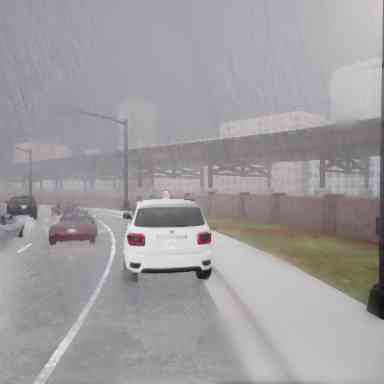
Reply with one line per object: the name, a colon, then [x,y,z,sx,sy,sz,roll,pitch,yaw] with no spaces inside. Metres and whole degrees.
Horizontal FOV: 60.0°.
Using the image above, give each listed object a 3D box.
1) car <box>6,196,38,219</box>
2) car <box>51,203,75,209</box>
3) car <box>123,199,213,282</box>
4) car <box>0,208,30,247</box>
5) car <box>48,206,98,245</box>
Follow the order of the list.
car: [-14.913,1.340,29.182,2.150,2.045,5.566,-1,0,-30]
car: [-11.888,1.668,30.950,1.895,1.301,4.718,-1,0,-30]
car: [-0.868,1.218,10.004,2.150,2.045,5.566,0,0,-9]
car: [-8.940,1.649,14.965,1.895,1.301,4.718,0,0,-15]
car: [-5.554,1.588,15.851,1.994,1.385,4.181,0,0,-15]
